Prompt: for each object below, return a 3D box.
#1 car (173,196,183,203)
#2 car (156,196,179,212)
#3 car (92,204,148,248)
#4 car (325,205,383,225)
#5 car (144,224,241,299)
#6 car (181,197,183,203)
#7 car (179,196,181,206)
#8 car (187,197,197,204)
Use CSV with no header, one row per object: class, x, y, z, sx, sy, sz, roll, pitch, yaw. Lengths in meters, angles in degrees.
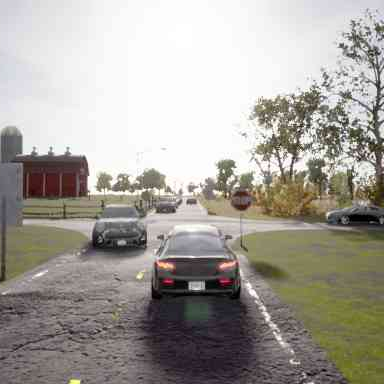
car,-2.939,1.557,70.336,1.882,1.535,5.008,0,0,0
car,-2.946,1.381,38.268,2.097,1.767,4.553,0,0,0
car,-3.221,1.360,14.892,2.097,1.767,4.553,0,0,-14
car,12.916,1.742,25.789,4.902,1.511,2.128,1,-1,0
car,0.074,1.529,8.305,1.812,1.442,4.674,0,0,0
car,-2.965,1.607,58.350,2.033,1.411,5.357,0,0,0
car,-2.960,1.547,47.666,1.837,1.490,4.892,0,0,0
car,-0.078,1.638,66.406,1.994,1.385,4.181,0,0,0
